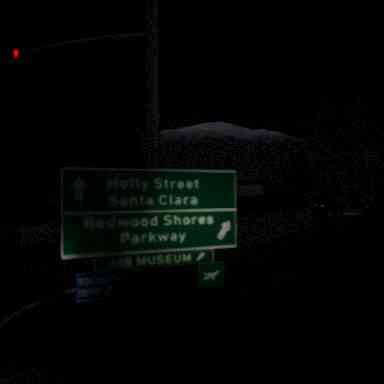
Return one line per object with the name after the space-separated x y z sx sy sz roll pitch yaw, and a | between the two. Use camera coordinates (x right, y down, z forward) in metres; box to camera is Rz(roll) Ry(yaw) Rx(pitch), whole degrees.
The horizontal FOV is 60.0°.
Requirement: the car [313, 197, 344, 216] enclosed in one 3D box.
14.949 1.517 36.235 2.150 2.045 5.566 -1 0 36 | car

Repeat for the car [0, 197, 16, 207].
-37.447 2.322 69.001 4.514 1.523 2.007 -1 0 35 | car

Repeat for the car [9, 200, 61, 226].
-11.148 1.783 25.119 1.905 1.878 3.866 -1 0 35 | car

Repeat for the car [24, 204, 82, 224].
-13.262 2.017 31.929 2.242 1.667 4.611 -1 0 35 | car

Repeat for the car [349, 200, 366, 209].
25.434 1.897 50.963 1.895 1.301 4.718 -1 0 33 | car
